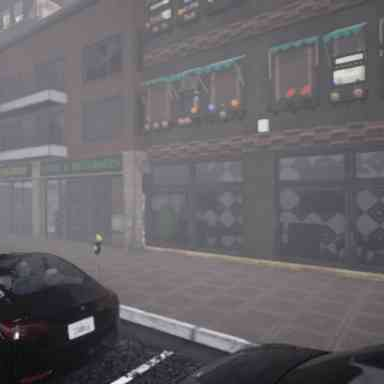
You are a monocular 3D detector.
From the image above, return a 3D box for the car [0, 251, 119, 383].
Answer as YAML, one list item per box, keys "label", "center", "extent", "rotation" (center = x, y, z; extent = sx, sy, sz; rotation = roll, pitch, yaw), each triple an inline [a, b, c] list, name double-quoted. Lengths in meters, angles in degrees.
- label: "car"
  center: [-2.942, 1.577, 4.977]
  extent: [4.313, 1.339, 1.947]
  rotation: [0, 0, 35]

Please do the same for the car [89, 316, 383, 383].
- label: "car"
  center: [1.669, 1.565, 1.690]
  extent: [4.313, 1.339, 1.947]
  rotation: [0, 0, 36]
